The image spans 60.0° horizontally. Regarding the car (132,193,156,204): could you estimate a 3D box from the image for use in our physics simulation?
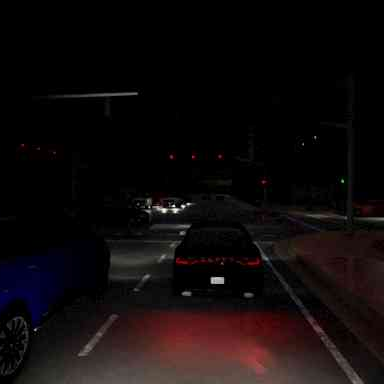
[{"bbox_3d":[-6.724,1.221,45.313,2.150,2.045,5.566,0,0,3],"label":"car"}]

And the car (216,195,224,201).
[{"bbox_3d":[7.156,1.552,84.781,1.994,1.385,4.181,0,0,5],"label":"car"}]

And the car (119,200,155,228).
[{"bbox_3d":[-5.213,1.491,21.984,4.902,1.511,2.128,0,0,5],"label":"car"}]

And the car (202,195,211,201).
[{"bbox_3d":[3.639,1.524,84.720,1.812,1.442,4.674,0,0,5],"label":"car"}]

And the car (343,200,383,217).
[{"bbox_3d":[16.746,1.478,30.951,5.008,1.535,1.882,0,0,5],"label":"car"}]

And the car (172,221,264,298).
[{"bbox_3d":[0.646,1.478,8.590,1.882,1.535,5.008,0,0,4],"label":"car"}]

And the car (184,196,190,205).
[{"bbox_3d":[-2.084,1.352,58.580,2.097,1.767,4.553,0,0,5],"label":"car"}]

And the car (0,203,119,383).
[{"bbox_3d":[-3.075,1.221,5.481,2.150,2.045,5.566,0,0,3],"label":"car"}]

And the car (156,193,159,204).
[{"bbox_3d":[-5.848,1.221,55.623,2.150,2.045,5.566,0,0,5],"label":"car"}]

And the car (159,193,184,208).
[{"bbox_3d":[-2.894,1.221,48.923,2.150,2.045,5.566,0,0,5],"label":"car"}]
